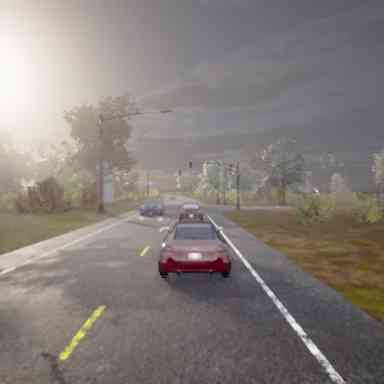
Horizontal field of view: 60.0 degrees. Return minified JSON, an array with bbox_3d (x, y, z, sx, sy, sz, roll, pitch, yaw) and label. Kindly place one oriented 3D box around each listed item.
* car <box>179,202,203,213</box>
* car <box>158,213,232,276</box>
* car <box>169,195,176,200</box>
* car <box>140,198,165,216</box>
[{"bbox_3d":[-0.081,1.538,26.232,1.812,1.442,4.674,0,0,-1],"label":"car"},{"bbox_3d":[0.062,1.569,10.334,1.994,1.385,4.181,0,0,0],"label":"car"},{"bbox_3d":[-5.663,1.646,95.087,1.895,1.301,4.718,0,0,-2],"label":"car"},{"bbox_3d":[-3.770,1.366,32.392,2.097,1.767,4.553,0,0,-1],"label":"car"}]
